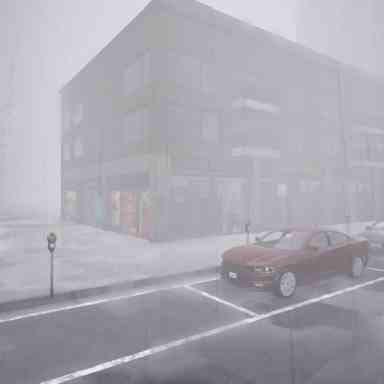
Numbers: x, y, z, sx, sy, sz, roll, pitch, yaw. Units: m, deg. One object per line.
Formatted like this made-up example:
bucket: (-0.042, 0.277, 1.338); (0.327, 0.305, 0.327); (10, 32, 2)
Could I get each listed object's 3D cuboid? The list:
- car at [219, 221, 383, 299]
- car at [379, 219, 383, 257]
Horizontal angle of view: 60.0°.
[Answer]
car: (2.712, 1.544, 8.462); (4.507, 1.381, 1.887); (0, 0, -35)
car: (7.212, 1.581, 11.666); (4.206, 1.307, 1.802); (0, 0, -35)
